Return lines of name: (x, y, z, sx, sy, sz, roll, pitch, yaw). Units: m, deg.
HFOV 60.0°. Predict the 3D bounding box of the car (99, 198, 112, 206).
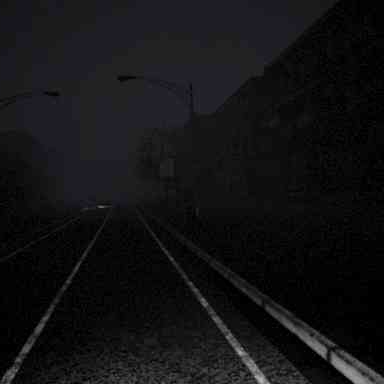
car: (-14.998, 1.716, 57.665, 1.994, 1.385, 4.181, -3, 1, -12)
